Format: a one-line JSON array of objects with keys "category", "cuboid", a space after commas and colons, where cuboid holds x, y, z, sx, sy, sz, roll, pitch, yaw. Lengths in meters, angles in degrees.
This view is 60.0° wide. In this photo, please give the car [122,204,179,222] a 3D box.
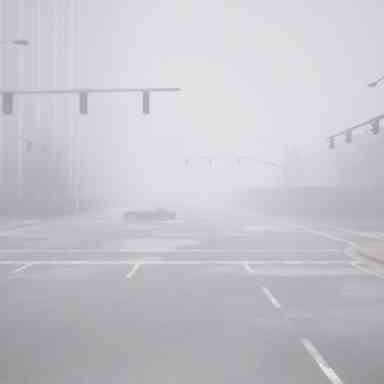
[{"category": "car", "cuboid": [-3.676, 1.936, 29.285, 4.718, 1.301, 1.895, 0, -1, 0]}]

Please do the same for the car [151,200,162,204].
[{"category": "car", "cuboid": [-7.062, 2.270, 66.048, 1.994, 1.385, 4.181, 0, -1, 0]}]

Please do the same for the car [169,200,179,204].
[{"category": "car", "cuboid": [-3.555, 2.255, 66.044, 2.033, 1.411, 5.357, 0, -1, 0]}]
